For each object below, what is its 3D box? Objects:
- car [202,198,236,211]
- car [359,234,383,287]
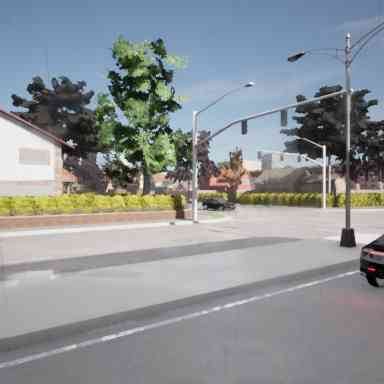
[{"bbox_3d":[3.202,1.497,40.078,1.837,1.490,4.892,0,1,-36],"label":"car"},{"bbox_3d":[5.998,1.490,8.063,4.902,1.511,2.128,0,0,-35],"label":"car"}]
